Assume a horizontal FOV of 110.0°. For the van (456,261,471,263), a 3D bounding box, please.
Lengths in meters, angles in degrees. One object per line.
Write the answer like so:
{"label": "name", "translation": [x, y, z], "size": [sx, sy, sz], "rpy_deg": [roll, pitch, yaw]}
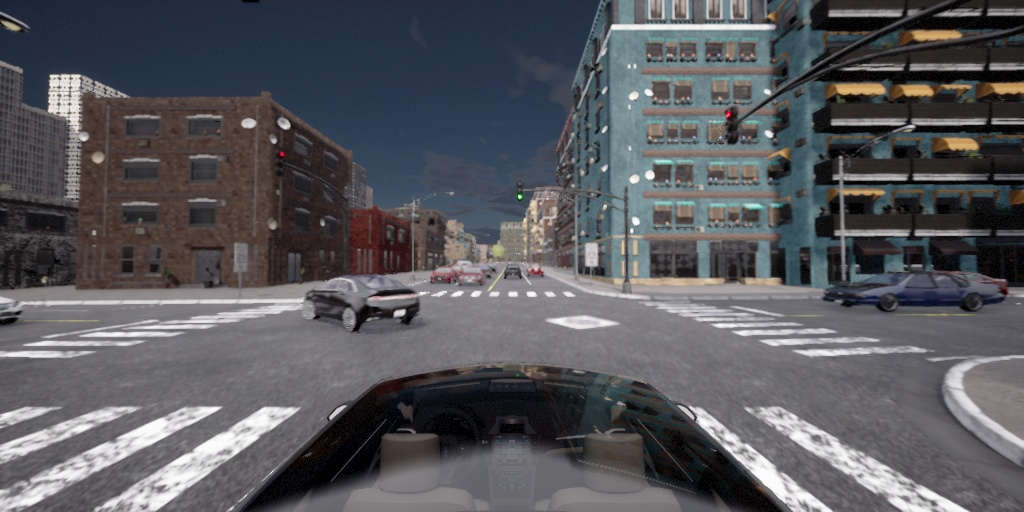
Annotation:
{"label": "van", "translation": [-5.686, 1.518, 42.110], "size": [1.690, 1.789, 3.998], "rpy_deg": [0, 0, 0]}

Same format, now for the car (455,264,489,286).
{"label": "car", "translation": [-3.088, 1.559, 28.527], "size": [1.812, 1.442, 4.674], "rpy_deg": [0, -1, 0]}

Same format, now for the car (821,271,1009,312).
{"label": "car", "translation": [15.102, 1.316, 13.656], "size": [5.357, 1.411, 2.033], "rpy_deg": [0, -2, 1]}

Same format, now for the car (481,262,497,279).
{"label": "car", "translation": [-3.080, 1.690, 38.891], "size": [2.033, 1.411, 5.357], "rpy_deg": [0, -1, 0]}

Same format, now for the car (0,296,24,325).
{"label": "car", "translation": [-17.830, 1.480, 10.761], "size": [4.674, 1.442, 1.812], "rpy_deg": [0, -2, 1]}

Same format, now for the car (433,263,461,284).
{"label": "car", "translation": [-5.764, 1.602, 30.742], "size": [1.888, 1.381, 4.507], "rpy_deg": [0, 0, 0]}

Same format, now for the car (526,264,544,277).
{"label": "car", "translation": [2.694, 1.617, 42.170], "size": [1.967, 1.591, 4.097], "rpy_deg": [0, 0, 0]}

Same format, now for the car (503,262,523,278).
{"label": "car", "translation": [0.103, 1.652, 39.276], "size": [1.837, 1.490, 4.892], "rpy_deg": [0, -1, 0]}

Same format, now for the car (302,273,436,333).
{"label": "car", "translation": [-4.839, 1.343, 11.241], "size": [4.902, 1.511, 2.128], "rpy_deg": [-1, -1, 41]}
